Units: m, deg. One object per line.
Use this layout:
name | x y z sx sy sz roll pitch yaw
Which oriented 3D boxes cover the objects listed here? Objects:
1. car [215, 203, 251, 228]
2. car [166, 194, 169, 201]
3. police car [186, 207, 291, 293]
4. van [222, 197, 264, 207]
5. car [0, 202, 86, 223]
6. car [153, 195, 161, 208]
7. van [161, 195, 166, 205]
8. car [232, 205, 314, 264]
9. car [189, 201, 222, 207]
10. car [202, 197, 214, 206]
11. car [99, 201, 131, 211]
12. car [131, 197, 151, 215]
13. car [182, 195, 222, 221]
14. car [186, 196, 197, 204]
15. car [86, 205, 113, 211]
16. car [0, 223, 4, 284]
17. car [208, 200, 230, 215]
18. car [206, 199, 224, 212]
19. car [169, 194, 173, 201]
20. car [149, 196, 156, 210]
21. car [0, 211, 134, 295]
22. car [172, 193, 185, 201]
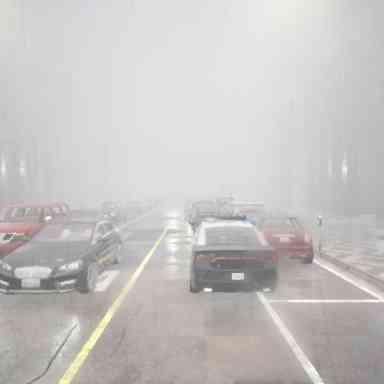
car | 2.737 1.546 23.106 1.887 1.381 4.507 0 0 0
car | -5.835 1.531 62.370 1.752 1.417 4.829 0 0 0
police car | 0.889 1.426 9.011 1.930 1.638 5.238 0 0 0
van | 2.745 1.342 17.470 1.690 1.788 3.998 0 0 0
car | -5.773 1.316 11.813 2.192 1.841 5.009 0 0 0
car | -5.815 1.444 45.631 1.967 1.590 4.097 0 0 0
van | -5.828 1.346 56.904 1.690 1.788 3.998 0 0 0
car | 2.751 1.441 11.833 1.967 1.590 4.097 0 0 0
car | 0.877 1.506 18.902 1.837 1.490 4.892 0 0 0
car | 2.696 1.571 56.927 1.947 1.339 4.313 0 0 0
car | -5.787 1.442 23.087 1.967 1.590 4.097 0 0 0
car | -5.801 1.553 34.359 2.008 1.369 4.403 0 0 0
car | 0.620 1.353 24.781 2.097 1.767 4.553 0 0 -5
car | -0.078 1.570 64.525 1.994 1.385 4.181 0 0 0
car | -5.781 1.567 17.450 1.947 1.339 4.313 0 0 0
car | -5.767 1.545 6.177 1.887 1.381 4.507 0 0 0
car | 2.724 1.568 34.380 1.947 1.339 4.313 0 0 0
car | 2.717 1.569 40.017 1.947 1.339 4.313 0 0 0
car | -5.863 1.330 85.086 2.192 1.841 5.009 0 0 0
car | -5.808 1.528 39.825 1.752 1.417 4.829 0 0 0
car | -3.111 1.492 8.871 2.128 1.511 4.902 0 0 0
car | -3.097 1.613 80.654 1.895 1.301 4.718 0 0 0
